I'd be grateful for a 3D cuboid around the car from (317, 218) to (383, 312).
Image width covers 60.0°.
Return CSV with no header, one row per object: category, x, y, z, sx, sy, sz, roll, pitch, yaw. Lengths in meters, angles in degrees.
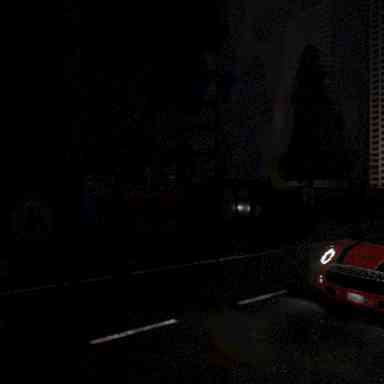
car,4.826,1.346,7.396,4.553,1.767,2.097,0,0,-35
